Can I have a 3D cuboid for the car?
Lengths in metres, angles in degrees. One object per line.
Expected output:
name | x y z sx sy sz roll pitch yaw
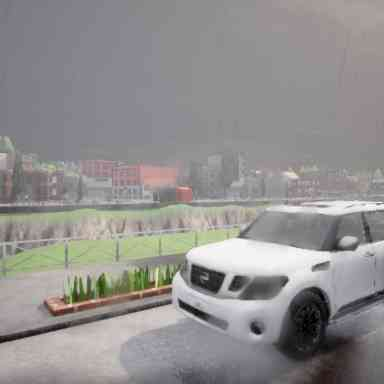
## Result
car | 2.343 1.221 6.288 5.566 2.045 2.150 0 0 -36
